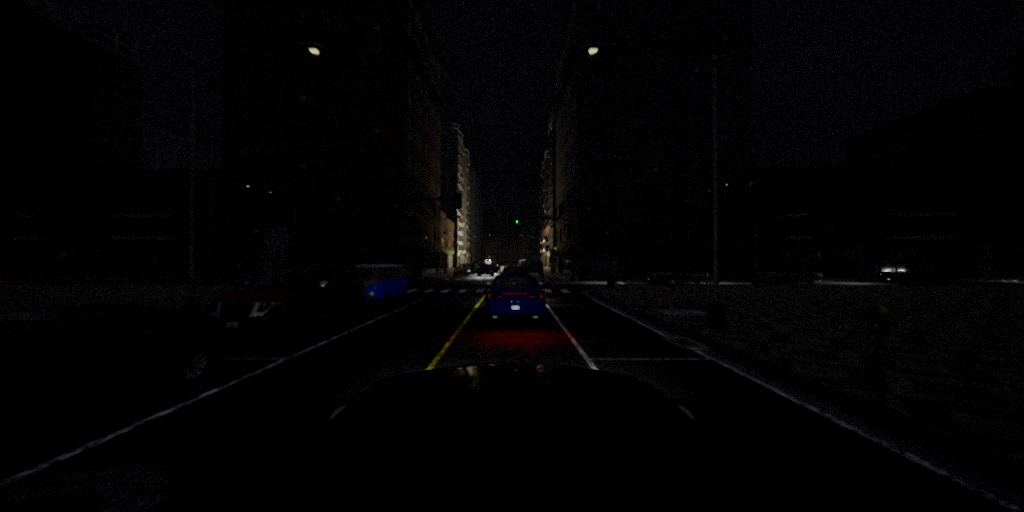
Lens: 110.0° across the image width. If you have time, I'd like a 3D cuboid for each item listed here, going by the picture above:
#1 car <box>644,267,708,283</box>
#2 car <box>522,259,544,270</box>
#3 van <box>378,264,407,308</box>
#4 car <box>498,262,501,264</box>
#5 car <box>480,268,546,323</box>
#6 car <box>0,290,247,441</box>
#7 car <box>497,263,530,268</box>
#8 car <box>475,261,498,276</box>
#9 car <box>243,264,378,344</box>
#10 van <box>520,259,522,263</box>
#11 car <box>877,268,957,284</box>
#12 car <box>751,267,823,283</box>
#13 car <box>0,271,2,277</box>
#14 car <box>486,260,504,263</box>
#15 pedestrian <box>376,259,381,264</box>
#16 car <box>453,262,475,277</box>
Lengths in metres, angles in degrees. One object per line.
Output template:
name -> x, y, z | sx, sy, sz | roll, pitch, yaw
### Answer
car -> 13.703, 1.609, 30.190 | 4.718, 1.301, 1.895 | 0, -1, 1
car -> 2.667, 1.432, 42.651 | 2.192, 1.841, 5.009 | 0, 0, 0
van -> -5.858, 1.234, 15.661 | 1.690, 1.789, 3.998 | 0, 0, 0
car -> -3.083, 1.798, 52.971 | 1.895, 1.301, 4.718 | 0, 0, 0
car -> 0.098, 1.343, 12.690 | 1.882, 1.535, 5.008 | 0, -1, 0
car -> -5.858, 1.343, 4.381 | 1.948, 1.339, 4.313 | 0, 0, 0
car -> 0.100, 1.469, 25.456 | 1.837, 1.490, 4.892 | 0, 0, 0
car -> -3.099, 1.667, 43.059 | 2.033, 1.411, 5.357 | 0, 0, 0
car -> -5.858, 1.151, 10.021 | 2.192, 1.841, 5.009 | 0, 0, 0
van -> 2.666, 1.590, 59.621 | 1.690, 1.789, 3.998 | 0, 0, 0
car -> 33.626, 1.620, 29.884 | 4.718, 1.301, 1.895 | 0, -1, 1
car -> 22.944, 1.613, 30.060 | 4.718, 1.301, 1.895 | 0, -1, 1
car -> -47.555, 1.489, 31.083 | 4.902, 1.511, 2.128 | 0, -1, 1
car -> -3.043, 1.827, 63.631 | 2.033, 1.411, 5.357 | 0, 0, 0
pedestrian -> -12.552, 1.179, 33.638 | 0.375, 1.860, 0.375 | 0, -1, 1
car -> -5.859, 1.642, 42.508 | 1.751, 1.417, 4.829 | 0, 0, 0
